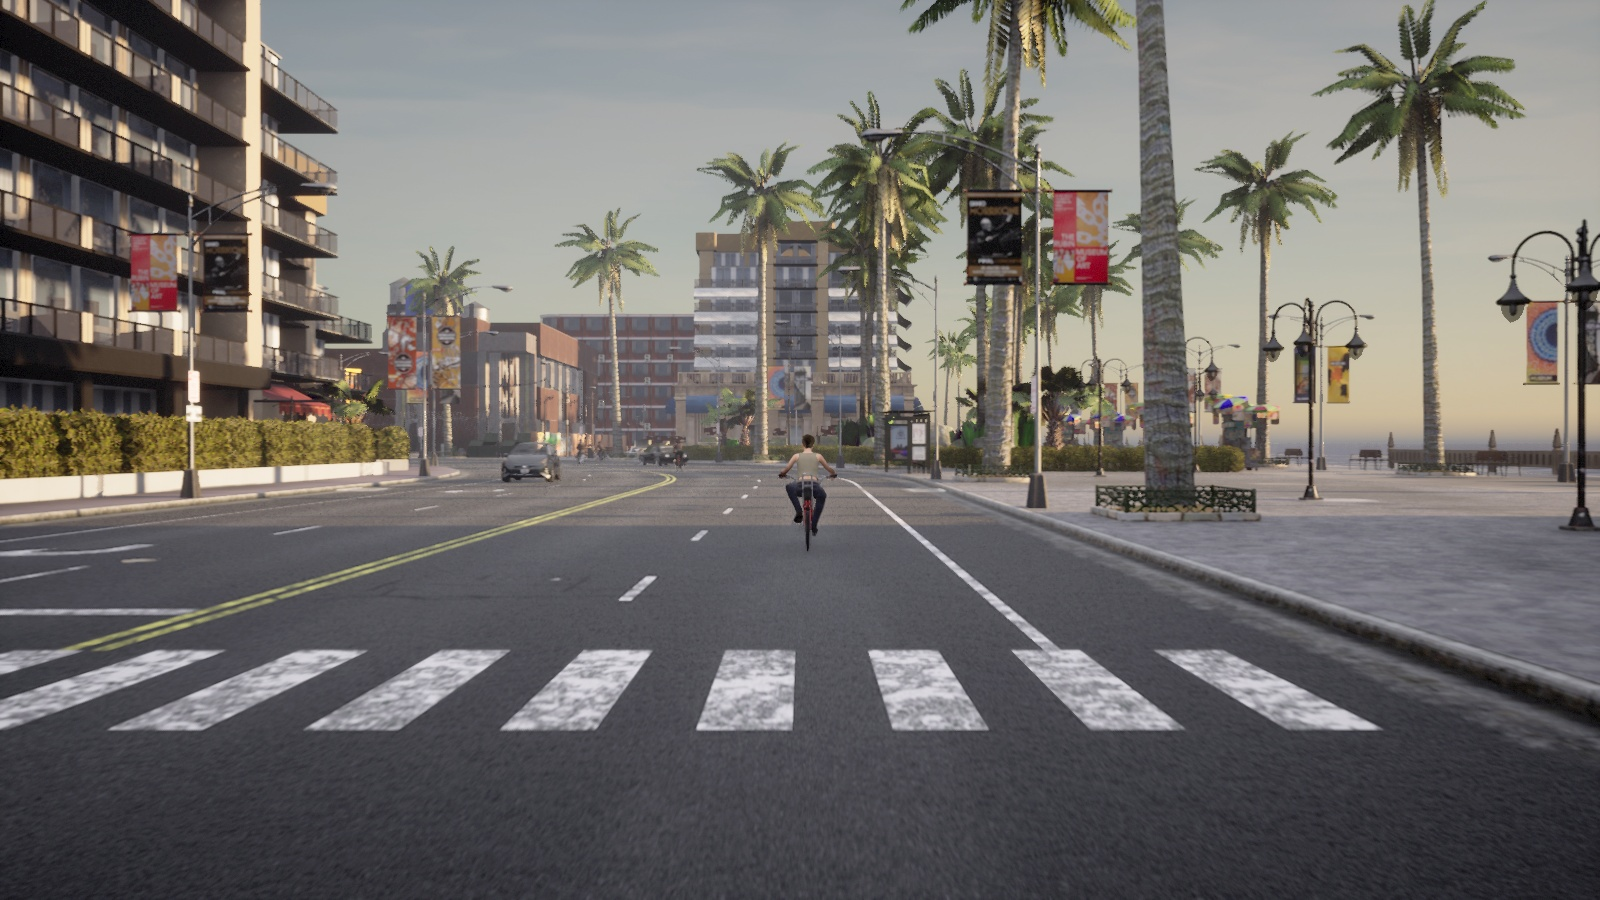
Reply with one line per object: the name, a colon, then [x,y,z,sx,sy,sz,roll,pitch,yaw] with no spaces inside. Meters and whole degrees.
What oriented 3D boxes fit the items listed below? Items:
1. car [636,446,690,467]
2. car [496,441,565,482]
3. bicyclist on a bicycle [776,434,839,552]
car: [-8.908,0.382,81.204,1.895,1.301,4.718,0,0,-28]
car: [-10.413,0.410,48.809,2.007,1.525,4.514,0,0,-4]
bicyclist on a bicycle: [0.111,0.582,17.905,0.866,1.612,1.509,0,0,1]
